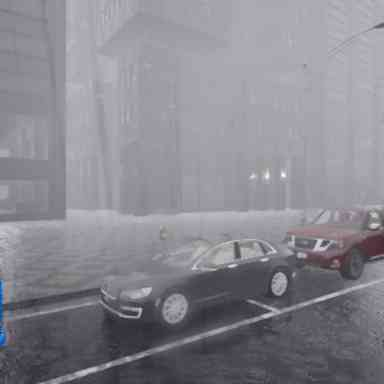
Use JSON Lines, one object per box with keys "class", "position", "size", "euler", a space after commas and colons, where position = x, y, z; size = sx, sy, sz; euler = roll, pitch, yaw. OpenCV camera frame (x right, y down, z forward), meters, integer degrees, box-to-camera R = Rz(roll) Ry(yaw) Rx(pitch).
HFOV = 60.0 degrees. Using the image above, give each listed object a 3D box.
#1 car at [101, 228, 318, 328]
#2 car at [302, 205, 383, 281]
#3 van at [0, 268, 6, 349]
{"class": "car", "position": [0.345, 1.562, 6.891], "size": [4.403, 1.369, 2.008], "euler": [0, 0, -35]}
{"class": "car", "position": [4.942, 1.342, 10.161], "size": [5.009, 1.841, 2.192], "euler": [0, 0, -35]}
{"class": "van", "position": [-4.251, 1.337, 3.623], "size": [3.998, 1.788, 1.690], "euler": [0, 0, -35]}
